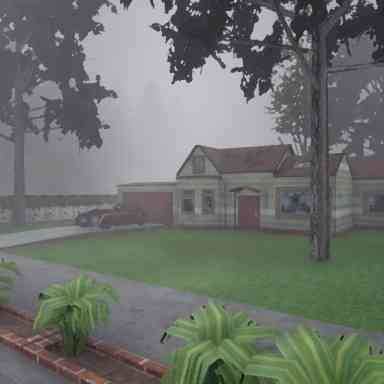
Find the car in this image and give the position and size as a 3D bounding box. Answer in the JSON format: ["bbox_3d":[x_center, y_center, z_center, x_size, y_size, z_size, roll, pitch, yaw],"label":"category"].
[{"bbox_3d":[-4.457,1.300,18.838,1.994,1.381,4.181,0,0,36],"label":"car"}]
